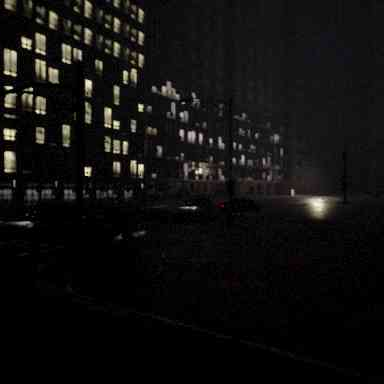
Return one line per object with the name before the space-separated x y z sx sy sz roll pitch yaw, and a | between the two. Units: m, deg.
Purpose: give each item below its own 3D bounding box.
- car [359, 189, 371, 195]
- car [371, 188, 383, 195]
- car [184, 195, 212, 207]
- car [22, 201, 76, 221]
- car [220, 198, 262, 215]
car | 44.274 0.003 84.715 5.008 1.535 1.882 -1 1 -43
car | 47.178 -0.001 82.988 5.008 1.535 1.882 -1 1 -43
car | 0.775 1.079 41.893 1.994 1.385 4.181 0 1 34
car | -10.594 1.394 25.296 1.994 1.385 4.181 0 1 34
car | 4.510 1.217 29.928 2.033 1.411 5.357 0 1 34
